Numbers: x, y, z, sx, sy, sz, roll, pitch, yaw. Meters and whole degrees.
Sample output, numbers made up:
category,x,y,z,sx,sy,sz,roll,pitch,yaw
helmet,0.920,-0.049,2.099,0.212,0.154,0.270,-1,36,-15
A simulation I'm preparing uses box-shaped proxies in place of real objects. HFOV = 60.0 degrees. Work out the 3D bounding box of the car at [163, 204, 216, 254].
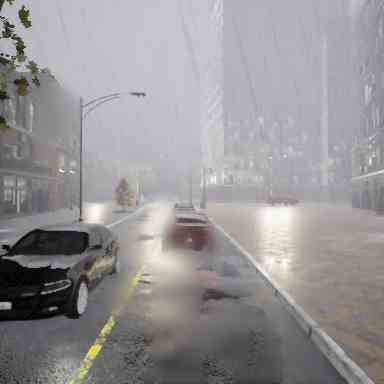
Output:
category,x,y,z,sx,sy,sz,roll,pitch,yaw
car,-0.143,1.480,13.516,1.882,1.535,5.008,0,0,-1

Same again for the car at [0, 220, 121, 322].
category,x,y,z,sx,sy,sz,roll,pitch,yaw
car,-2.921,1.479,7.587,1.882,1.535,5.008,0,0,-1

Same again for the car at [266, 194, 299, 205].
category,x,y,z,sx,sy,sz,roll,pitch,yaw
car,13.965,1.201,51.548,5.009,1.841,2.192,0,-1,15
